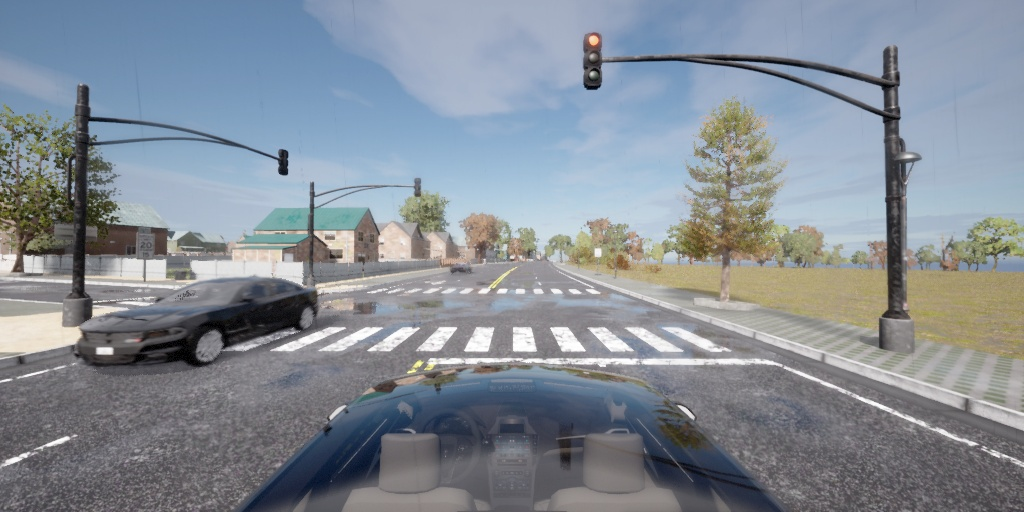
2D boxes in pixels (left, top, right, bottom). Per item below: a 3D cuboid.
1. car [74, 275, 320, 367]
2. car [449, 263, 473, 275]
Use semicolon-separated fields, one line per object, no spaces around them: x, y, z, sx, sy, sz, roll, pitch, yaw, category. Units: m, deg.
-6.447;1.236;8.191;1.882;1.535;5.008;0;0;1;car
-5.600;1.399;39.780;1.895;1.301;4.718;0;0;2;car
